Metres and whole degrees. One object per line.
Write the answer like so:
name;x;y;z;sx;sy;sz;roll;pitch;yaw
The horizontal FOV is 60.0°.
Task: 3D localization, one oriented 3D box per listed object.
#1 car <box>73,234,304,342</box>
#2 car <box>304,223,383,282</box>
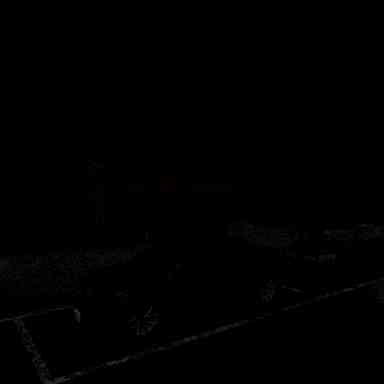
car;-0.036;1.566;6.510;4.313;1.339;1.947;0;0;-35
car;4.445;1.582;9.702;4.206;1.307;1.802;0;0;-35
